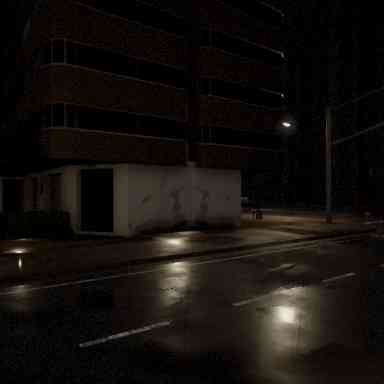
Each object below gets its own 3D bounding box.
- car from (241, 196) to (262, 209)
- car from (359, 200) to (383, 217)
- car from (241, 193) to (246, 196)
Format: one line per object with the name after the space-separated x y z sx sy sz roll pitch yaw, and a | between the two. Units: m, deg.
6.998 1.600 44.599 1.895 1.301 4.718 0 0 -36 | car
17.676 1.477 29.832 1.882 1.535 5.008 0 0 -36 | car
6.212 1.222 51.975 2.150 2.045 5.566 0 0 -36 | car
